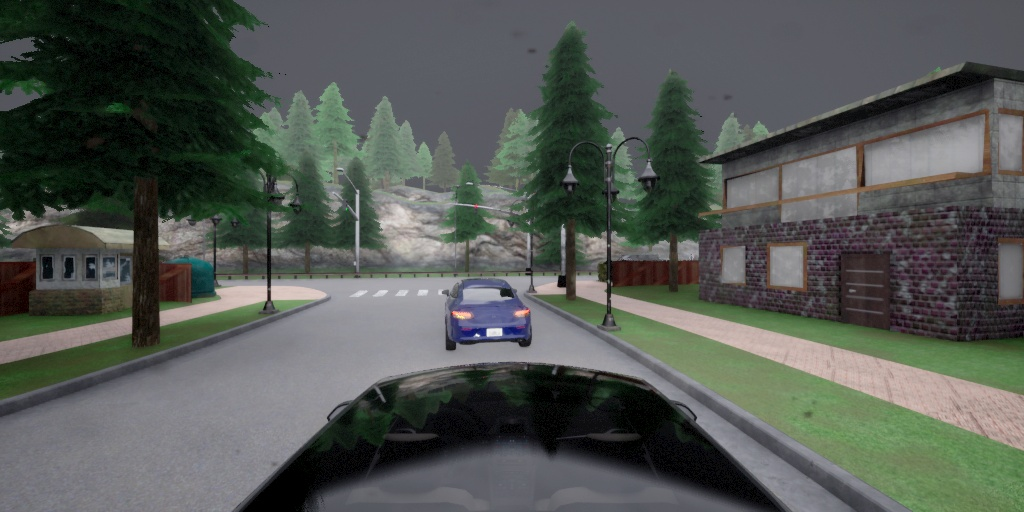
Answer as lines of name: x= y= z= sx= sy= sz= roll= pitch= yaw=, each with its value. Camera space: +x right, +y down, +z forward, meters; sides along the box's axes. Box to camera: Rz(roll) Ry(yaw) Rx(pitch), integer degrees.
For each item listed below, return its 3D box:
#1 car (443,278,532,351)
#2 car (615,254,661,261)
car: x=-0.756 y=1.276 z=9.025 sx=1.812 sy=1.442 sz=4.674 roll=0 pitch=0 yaw=-11
car: x=10.790 y=0.814 z=32.415 sx=5.566 sy=2.045 sz=2.150 roll=0 pitch=0 yaw=-12
